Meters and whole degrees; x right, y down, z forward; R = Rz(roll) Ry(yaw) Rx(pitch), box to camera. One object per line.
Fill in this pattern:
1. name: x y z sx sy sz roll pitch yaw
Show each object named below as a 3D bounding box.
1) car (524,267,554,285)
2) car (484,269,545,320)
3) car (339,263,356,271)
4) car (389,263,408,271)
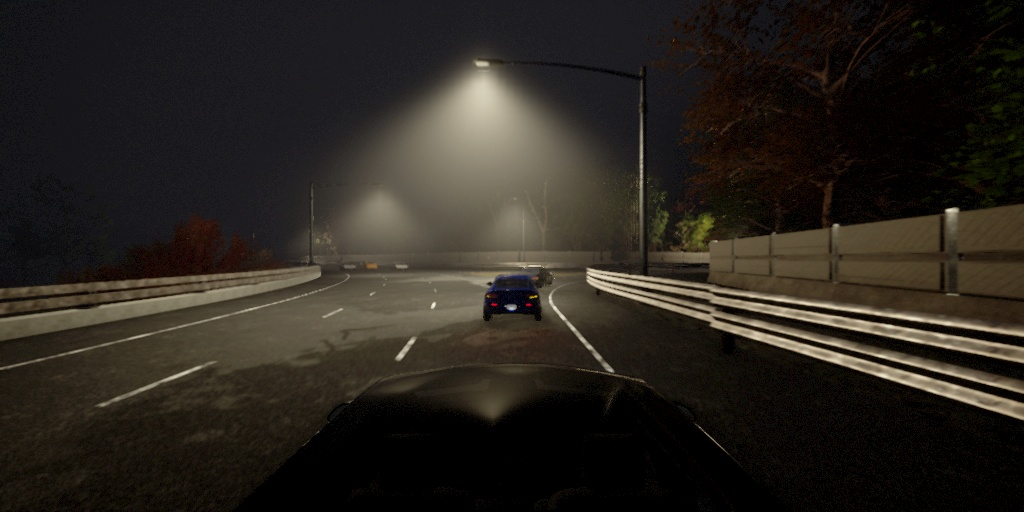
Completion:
1. car: 1.630 1.460 25.244 2.033 1.411 5.357 0 0 17
2. car: 0.061 1.353 12.841 1.812 1.442 4.674 0 0 2
3. car: -27.230 1.768 59.120 1.895 1.301 4.718 0 -1 -35
4. car: -18.823 1.763 59.223 1.895 1.301 4.718 0 0 -33
